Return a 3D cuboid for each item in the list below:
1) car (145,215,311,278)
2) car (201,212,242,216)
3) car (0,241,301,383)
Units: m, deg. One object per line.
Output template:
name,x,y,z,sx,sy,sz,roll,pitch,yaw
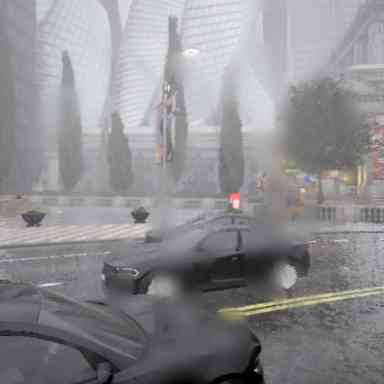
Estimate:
car,0.471,1.482,7.810,5.008,1.535,1.882,1,0,-25
car,0.838,1.488,11.811,5.008,1.535,1.882,1,0,-23
car,-1.627,1.453,2.440,5.008,1.535,1.882,1,0,-34
